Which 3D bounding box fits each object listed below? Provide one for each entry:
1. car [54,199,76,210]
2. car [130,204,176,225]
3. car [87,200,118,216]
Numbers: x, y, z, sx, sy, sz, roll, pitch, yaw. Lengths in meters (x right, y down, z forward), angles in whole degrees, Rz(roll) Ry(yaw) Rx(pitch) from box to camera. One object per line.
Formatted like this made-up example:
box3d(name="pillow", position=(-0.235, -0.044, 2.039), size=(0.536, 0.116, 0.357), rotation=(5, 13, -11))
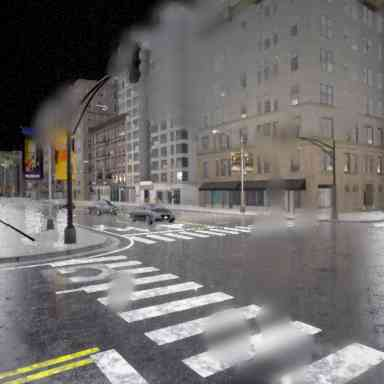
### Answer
box3d(name="car", position=(-17.039, 1.611, 44.420), size=(1.994, 1.385, 4.181), rotation=(-1, 1, -35))
box3d(name="car", position=(-2.993, 1.594, 24.773), size=(1.994, 1.385, 4.181), rotation=(-1, 0, -36))
box3d(name="car", position=(-9.043, 1.541, 33.221), size=(1.837, 1.490, 4.892), rotation=(-1, 1, -36))
